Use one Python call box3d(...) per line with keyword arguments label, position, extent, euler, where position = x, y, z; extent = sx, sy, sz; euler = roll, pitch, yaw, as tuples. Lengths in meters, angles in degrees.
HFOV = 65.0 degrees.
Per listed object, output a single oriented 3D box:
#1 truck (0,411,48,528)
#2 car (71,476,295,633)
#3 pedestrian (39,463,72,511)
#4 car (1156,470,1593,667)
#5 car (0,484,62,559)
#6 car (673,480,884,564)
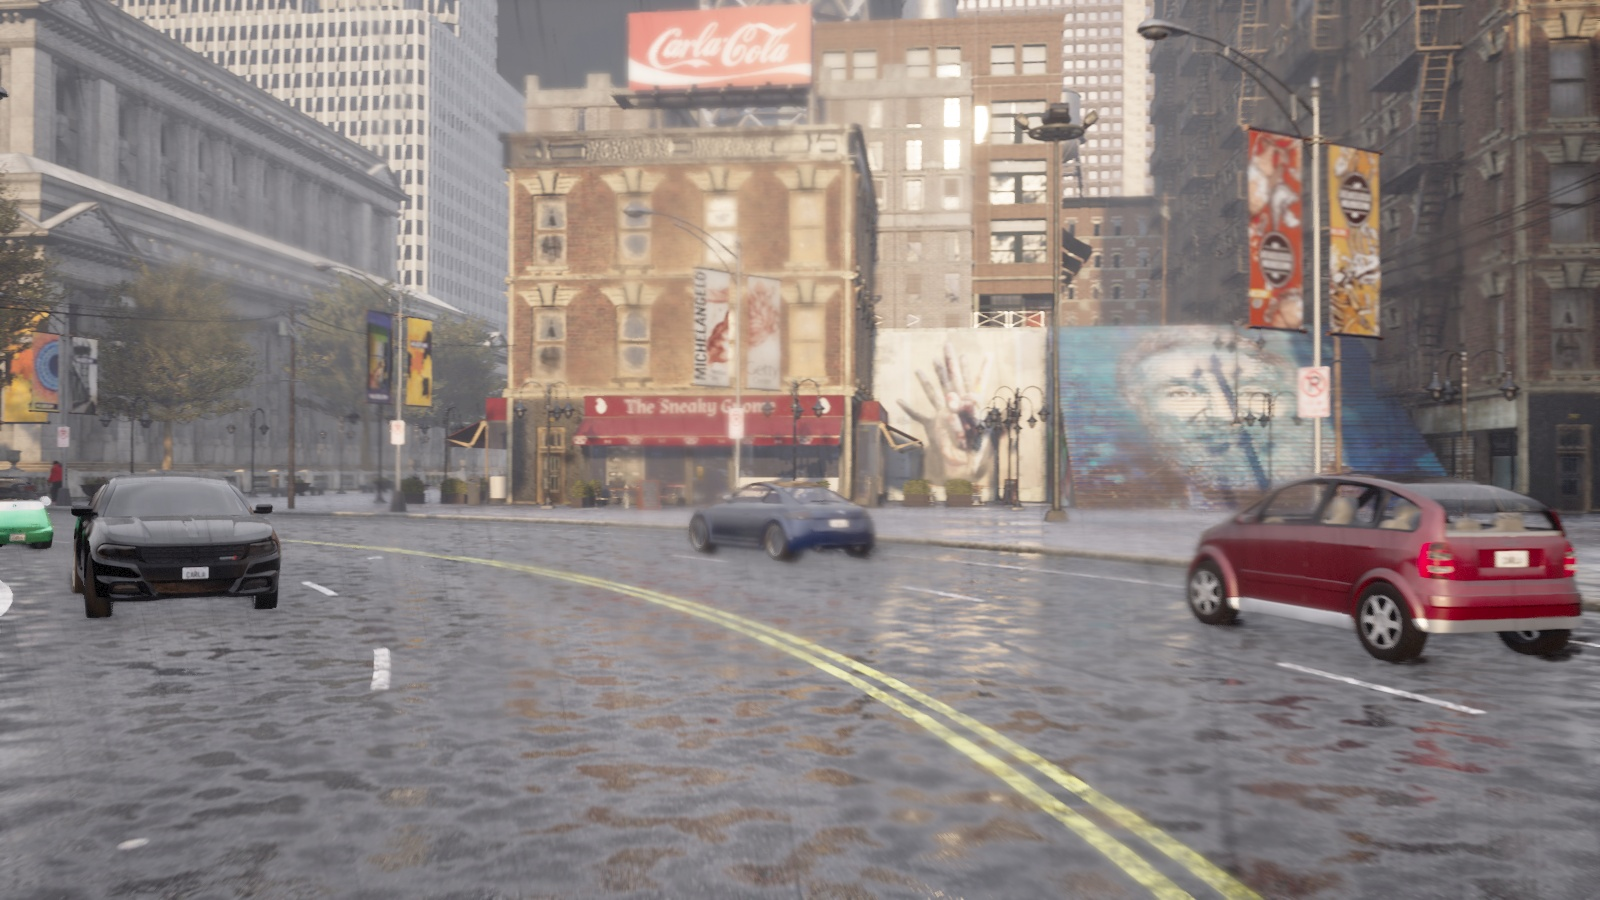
box3d(label="truck", position=(-27.498, 0.626, 38.897), extent=(7.936, 3.462, 2.891), euler=(-1, -1, 20))
box3d(label="car", position=(-7.510, 1.082, 14.992), extent=(1.882, 1.535, 5.008), euler=(0, -1, -32))
box3d(label="pedestrian", position=(-28.891, 1.437, 48.746), extent=(0.899, 1.844, 0.634), euler=(0, -1, 10))
box3d(label="car", position=(5.186, 0.966, 11.923), extent=(1.789, 1.549, 3.705), euler=(0, -1, -16))
box3d(label="car", position=(-15.544, 1.357, 24.308), extent=(2.207, 1.376, 1.481), euler=(-1, -2, 39))
box3d(label="car", position=(-0.503, 1.275, 23.534), extent=(1.994, 1.385, 4.181), euler=(0, -1, -34))
